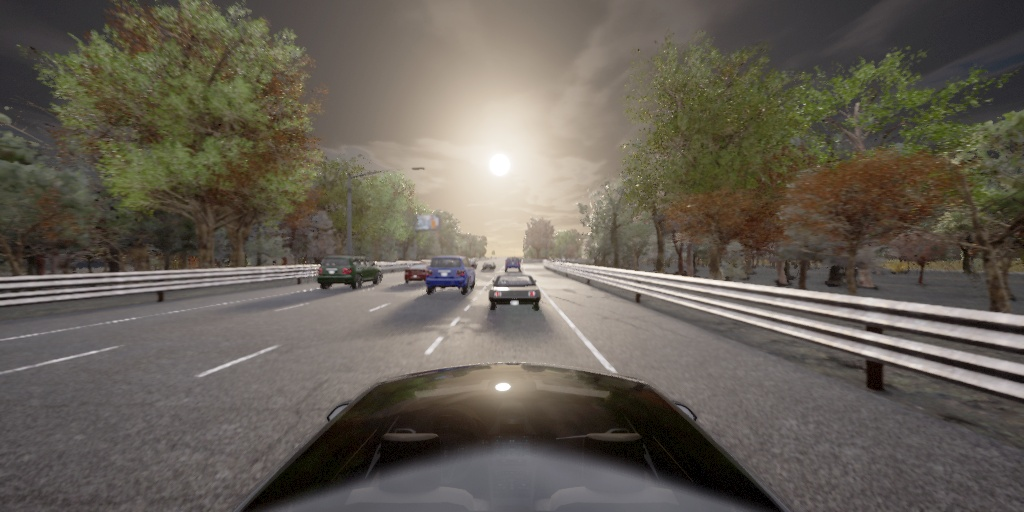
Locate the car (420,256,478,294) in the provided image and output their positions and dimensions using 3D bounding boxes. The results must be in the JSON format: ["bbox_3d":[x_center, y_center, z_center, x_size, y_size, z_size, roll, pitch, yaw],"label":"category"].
[{"bbox_3d":[-3.396,1.024,20.710,2.150,2.045,5.566,0,0,0],"label":"car"}]

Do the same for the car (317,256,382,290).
[{"bbox_3d":[-10.396,1.032,23.347,2.150,2.045,5.566,0,0,0],"label":"car"}]

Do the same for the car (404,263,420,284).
[{"bbox_3d":[-6.895,1.300,27.974,1.882,1.535,5.008,0,0,0],"label":"car"}]

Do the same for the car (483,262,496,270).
[{"bbox_3d":[-3.389,1.497,54.610,1.895,1.301,4.718,0,0,0],"label":"car"}]

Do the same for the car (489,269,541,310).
[{"bbox_3d":[0.102,1.387,14.948,1.895,1.301,4.718,0,0,0],"label":"car"}]

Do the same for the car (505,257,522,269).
[{"bbox_3d":[0.164,1.109,51.166,2.150,2.045,5.566,0,0,1],"label":"car"}]
